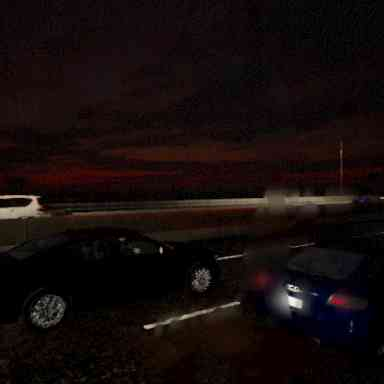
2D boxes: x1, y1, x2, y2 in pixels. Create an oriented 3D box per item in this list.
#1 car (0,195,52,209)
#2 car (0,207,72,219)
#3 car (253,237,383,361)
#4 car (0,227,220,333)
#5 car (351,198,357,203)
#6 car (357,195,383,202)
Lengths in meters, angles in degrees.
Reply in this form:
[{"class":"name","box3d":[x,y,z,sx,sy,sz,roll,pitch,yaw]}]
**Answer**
[{"class":"car","box3d":[-10.832,1.214,17.762,5.566,2.045,2.150,0,0,-35]},{"class":"car","box3d":[-7.157,1.581,16.082,4.718,1.301,1.895,0,0,-35]},{"class":"car","box3d":[3.071,1.528,5.931,4.181,1.385,1.994,0,0,-35]},{"class":"car","box3d":[-1.663,1.462,6.858,5.008,1.535,1.882,0,0,-35]},{"class":"car","box3d":[24.546,1.215,47.205,4.674,1.442,1.812,0,0,-35]},{"class":"car","box3d":[23.327,1.318,42.061,4.718,1.301,1.895,0,0,-35]}]
